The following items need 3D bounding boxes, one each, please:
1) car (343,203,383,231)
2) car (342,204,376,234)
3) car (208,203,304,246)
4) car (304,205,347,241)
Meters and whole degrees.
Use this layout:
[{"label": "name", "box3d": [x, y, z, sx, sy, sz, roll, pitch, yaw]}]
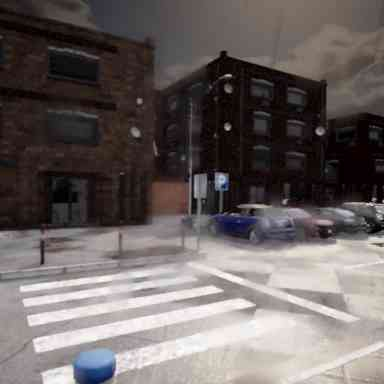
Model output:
[{"label": "car", "box3d": [9.775, 1.415, 20.196, 2.185, 1.767, 4.553, 0, 0, -31]}, {"label": "car", "box3d": [7.397, 1.570, 18.798, 2.002, 1.452, 4.674, 0, 0, -31]}, {"label": "car", "box3d": [2.686, 1.377, 15.926, 2.185, 1.767, 4.553, 0, 0, -31]}, {"label": "car", "box3d": [5.032, 1.518, 17.382, 2.097, 1.535, 5.008, 0, 0, -31]}]
